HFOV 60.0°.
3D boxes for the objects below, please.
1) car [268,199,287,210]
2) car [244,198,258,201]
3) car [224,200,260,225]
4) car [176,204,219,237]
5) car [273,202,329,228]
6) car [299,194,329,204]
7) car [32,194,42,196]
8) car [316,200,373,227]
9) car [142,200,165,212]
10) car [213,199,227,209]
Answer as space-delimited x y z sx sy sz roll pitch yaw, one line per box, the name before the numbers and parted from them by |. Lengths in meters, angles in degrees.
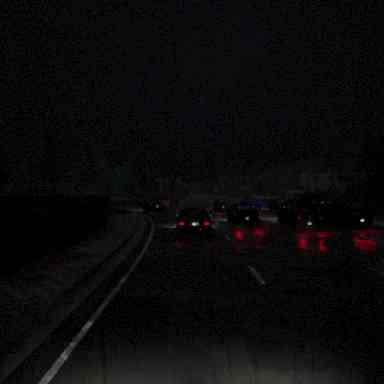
car | 10.613 1.542 40.450 1.812 1.442 4.674 0 0 0
car | 7.113 1.494 40.964 1.882 1.535 5.008 0 0 0
car | 3.608 1.536 23.977 1.812 1.442 4.674 0 0 0
car | 0.106 1.555 18.100 2.033 1.411 5.357 0 0 0
car | 7.107 1.610 22.290 1.895 1.301 4.718 0 0 0
car | 14.101 1.237 38.587 2.150 2.045 5.566 0 0 0
car | -38.955 1.385 82.927 4.553 1.767 2.097 0 0 40
car | 10.607 1.514 23.113 1.837 1.490 4.892 0 0 0
car | -4.607 1.580 39.404 1.994 1.385 4.181 0 0 -20
car | 3.613 1.542 40.462 1.812 1.442 4.674 0 0 0
